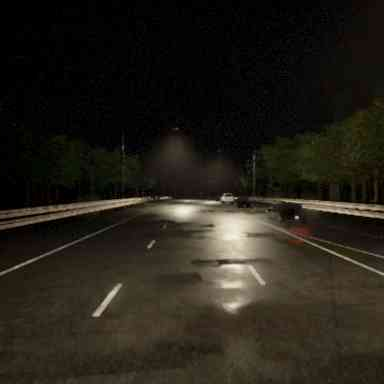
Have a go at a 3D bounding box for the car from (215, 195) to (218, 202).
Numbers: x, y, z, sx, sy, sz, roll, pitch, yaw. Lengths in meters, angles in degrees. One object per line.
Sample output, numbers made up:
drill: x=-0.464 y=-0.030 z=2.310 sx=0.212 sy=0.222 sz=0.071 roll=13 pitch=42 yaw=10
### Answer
car: x=7.145 y=1.621 z=86.287 sx=2.097 sy=1.767 sz=4.553 roll=0 pitch=-1 yaw=0

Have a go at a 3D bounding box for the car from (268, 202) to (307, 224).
car: x=7.132 y=1.515 z=25.287 sx=1.837 sy=1.490 sz=4.892 roll=-1 pitch=0 yaw=-2

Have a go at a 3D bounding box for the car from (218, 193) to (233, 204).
car: x=7.050 y=1.314 z=66.280 sx=2.150 sy=2.045 sz=5.566 roll=0 pitch=0 yaw=0

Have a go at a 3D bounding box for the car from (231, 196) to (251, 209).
car: x=7.002 y=1.545 z=46.199 sx=1.812 sy=1.442 sz=4.674 roll=0 pitch=0 yaw=0
